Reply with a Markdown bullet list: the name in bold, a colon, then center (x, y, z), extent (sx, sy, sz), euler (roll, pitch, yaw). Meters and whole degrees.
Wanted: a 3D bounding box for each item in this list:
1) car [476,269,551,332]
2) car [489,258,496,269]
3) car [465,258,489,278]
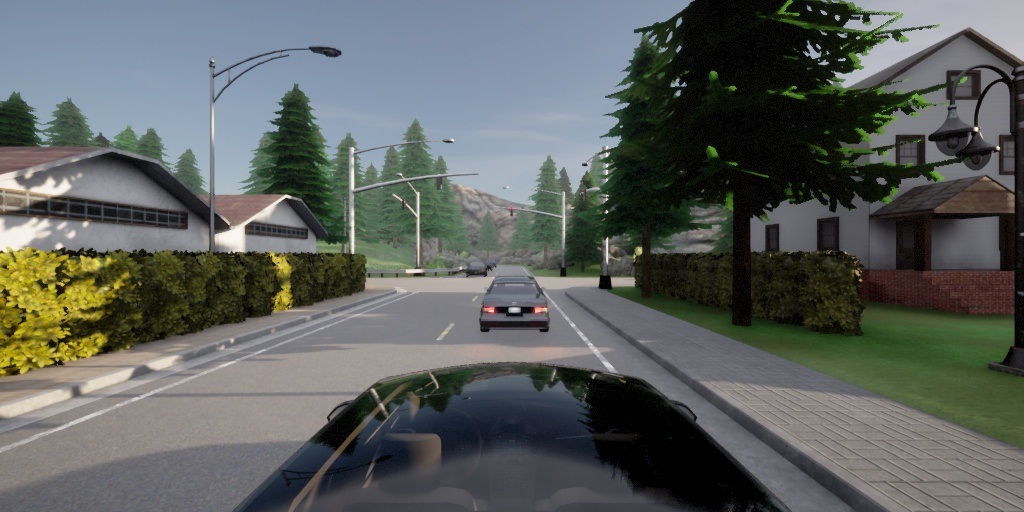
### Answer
- **car**: center (0.077, 1.297, 10.807), extent (2.033, 1.411, 5.357), euler (0, 0, 0)
- **car**: center (-3.548, 1.351, 48.312), extent (1.895, 1.301, 4.718), euler (0, 0, 0)
- **car**: center (-3.384, 1.222, 34.051), extent (1.882, 1.535, 5.008), euler (0, 0, -5)
